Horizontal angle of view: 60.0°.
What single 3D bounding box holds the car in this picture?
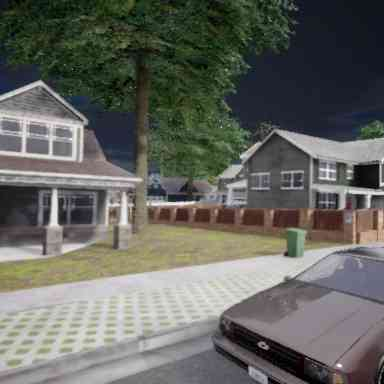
[{"bbox_3d":[2.894,1.610,5.078,5.357,1.411,2.033,1,0,-35],"label":"car"}]
